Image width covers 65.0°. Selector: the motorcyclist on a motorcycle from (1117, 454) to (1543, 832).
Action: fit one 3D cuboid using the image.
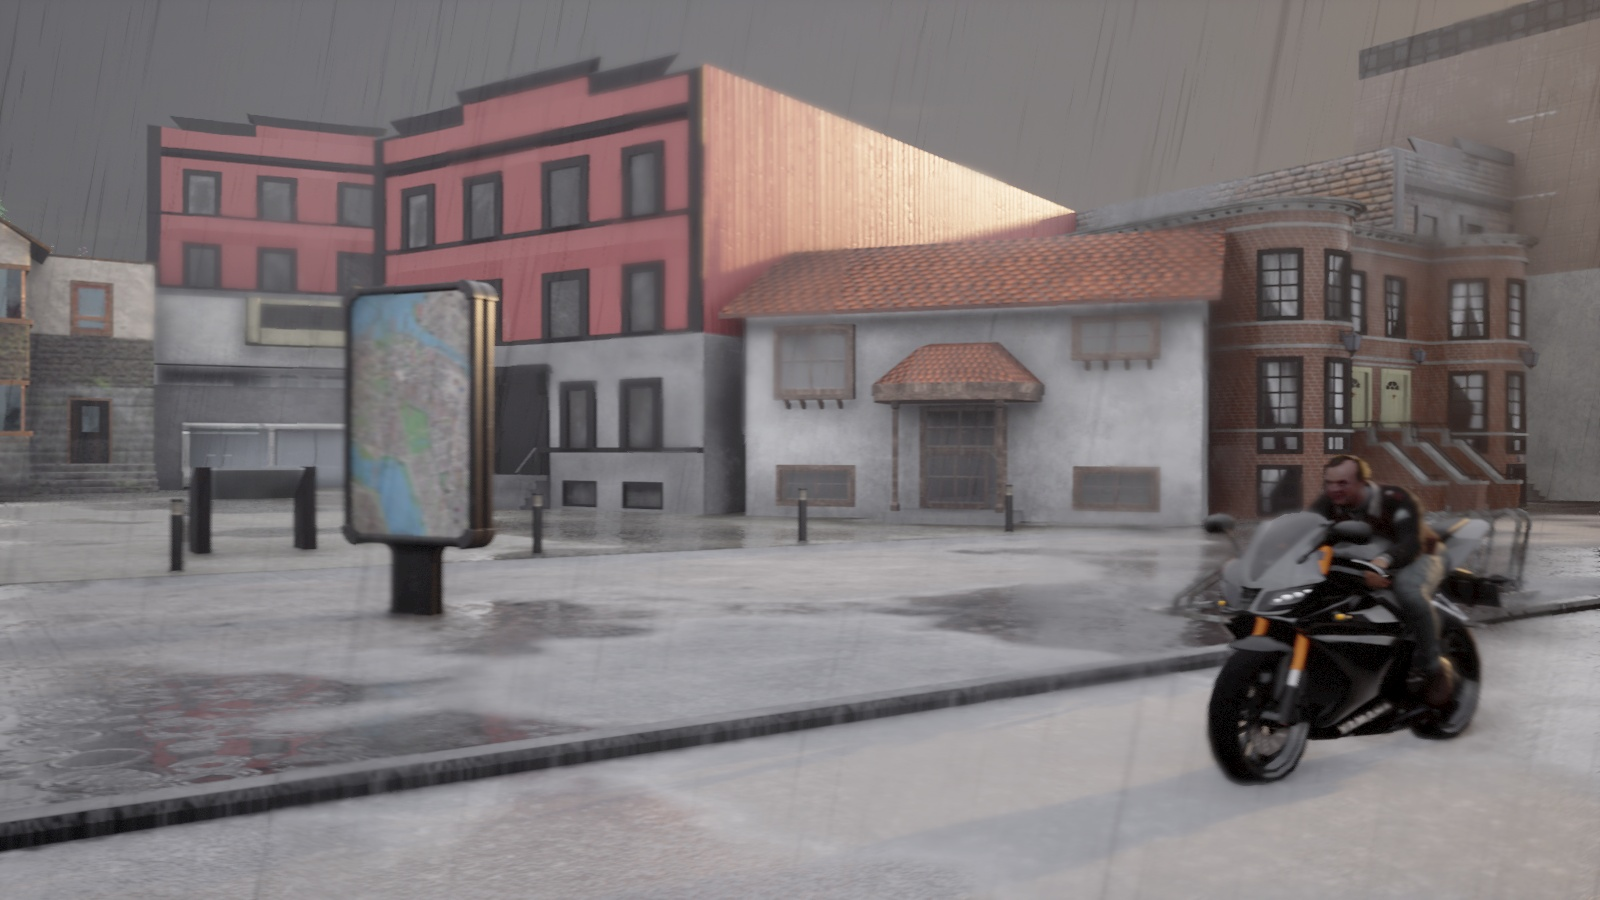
[{"bbox_3d":[2.616,0.789,6.089,2.191,1.530,0.866,0,0,-35],"label":"motorcyclist on a motorcycle"}]
